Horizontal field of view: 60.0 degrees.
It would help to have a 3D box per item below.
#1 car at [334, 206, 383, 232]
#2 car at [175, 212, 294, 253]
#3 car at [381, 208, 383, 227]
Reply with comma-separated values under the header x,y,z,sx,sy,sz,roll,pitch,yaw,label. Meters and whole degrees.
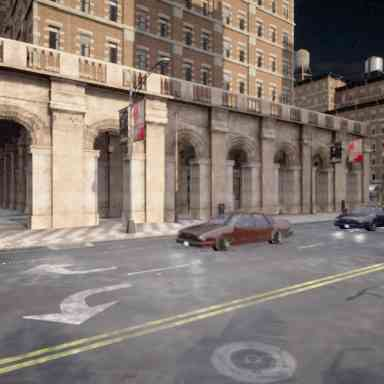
x,y,z,sx,sy,sz,roll,pitch,yaw,label
10.906,1.547,20.272,5.357,1.411,2.033,0,0,-35,car
1.963,1.547,13.953,5.357,1.411,2.033,0,0,-35,car
11.519,1.563,16.378,4.181,1.385,1.994,0,0,-35,car
